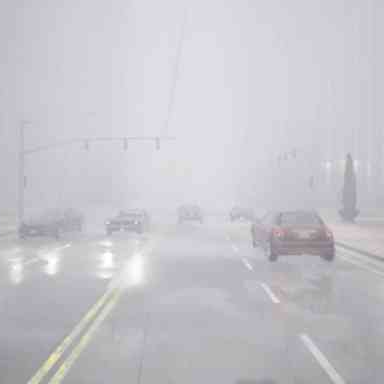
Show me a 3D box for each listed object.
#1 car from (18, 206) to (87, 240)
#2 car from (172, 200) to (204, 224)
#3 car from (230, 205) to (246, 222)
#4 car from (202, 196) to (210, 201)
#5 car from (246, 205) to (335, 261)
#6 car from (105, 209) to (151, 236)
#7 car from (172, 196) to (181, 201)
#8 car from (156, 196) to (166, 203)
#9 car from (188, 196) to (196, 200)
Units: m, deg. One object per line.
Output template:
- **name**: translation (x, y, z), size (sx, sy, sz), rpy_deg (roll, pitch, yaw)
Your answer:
- **car**: translation (-7.058, 1.518, 17.308), size (1.882, 1.535, 5.008), rpy_deg (0, -1, 0)
- **car**: translation (-0.244, 1.608, 25.483), size (2.033, 1.411, 5.357), rpy_deg (0, 0, -5)
- **car**: translation (4.268, 1.664, 26.903), size (1.895, 1.301, 4.718), rpy_deg (0, 0, 14)
- **car**: translation (3.480, 1.724, 85.313), size (1.895, 1.301, 4.718), rpy_deg (0, 0, 0)
- **car**: translation (3.543, 1.381, 12.548), size (2.097, 1.767, 4.553), rpy_deg (0, 0, 1)
- **car**: translation (-3.544, 1.646, 19.107), size (1.895, 1.301, 4.718), rpy_deg (0, 0, 0)
- **car**: translation (-3.517, 1.675, 74.780), size (1.837, 1.490, 4.892), rpy_deg (0, 0, 0)
- **car**: translation (-7.017, 1.700, 74.779), size (2.128, 1.511, 4.902), rpy_deg (0, 0, 0)
- **car**: translation (-0.020, 1.611, 85.852), size (1.895, 1.301, 4.718), rpy_deg (0, 0, 0)
